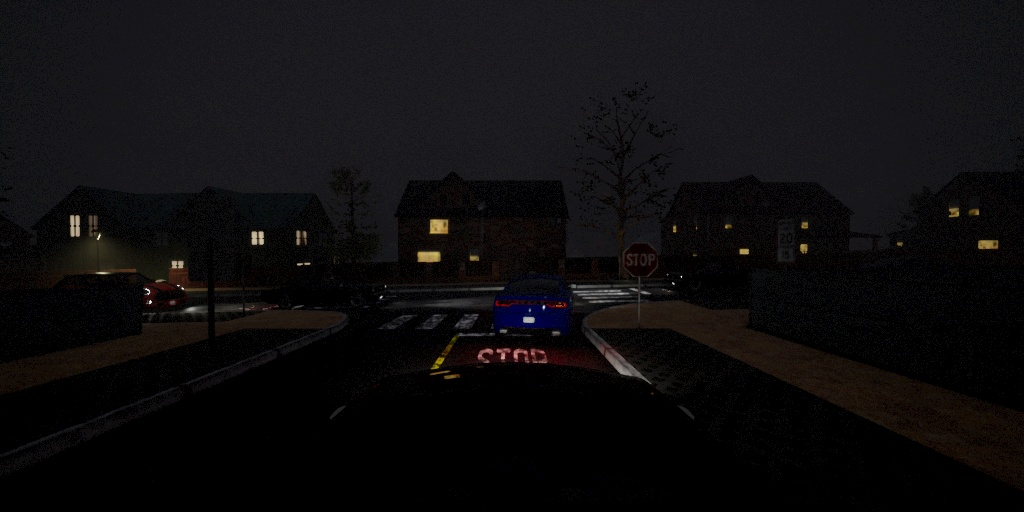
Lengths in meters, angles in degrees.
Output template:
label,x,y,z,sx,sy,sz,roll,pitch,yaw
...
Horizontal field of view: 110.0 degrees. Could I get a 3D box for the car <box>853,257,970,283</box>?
label,x,y,z,sx,sy,sz,roll,pitch,yaw
car,20.051,0.752,18.342,5.357,1.411,2.033,-1,1,0

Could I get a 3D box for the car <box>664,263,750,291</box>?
label,x,y,z,sx,sy,sz,roll,pitch,yaw
car,10.406,1.033,18.303,4.718,1.301,1.895,-1,1,-1

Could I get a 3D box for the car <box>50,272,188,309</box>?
label,x,y,z,sx,sy,sz,roll,pitch,yaw
car,-16.803,1.471,15.360,4.553,1.767,2.097,-1,1,0

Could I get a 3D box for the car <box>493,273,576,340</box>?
label,x,y,z,sx,sy,sz,roll,pitch,yaw
car,0.784,1.226,10.165,1.882,1.535,5.008,0,0,10

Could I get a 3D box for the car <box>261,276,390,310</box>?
label,x,y,z,sx,sy,sz,roll,pitch,yaw
car,-7.815,1.505,15.371,4.718,1.301,1.895,-1,1,0
